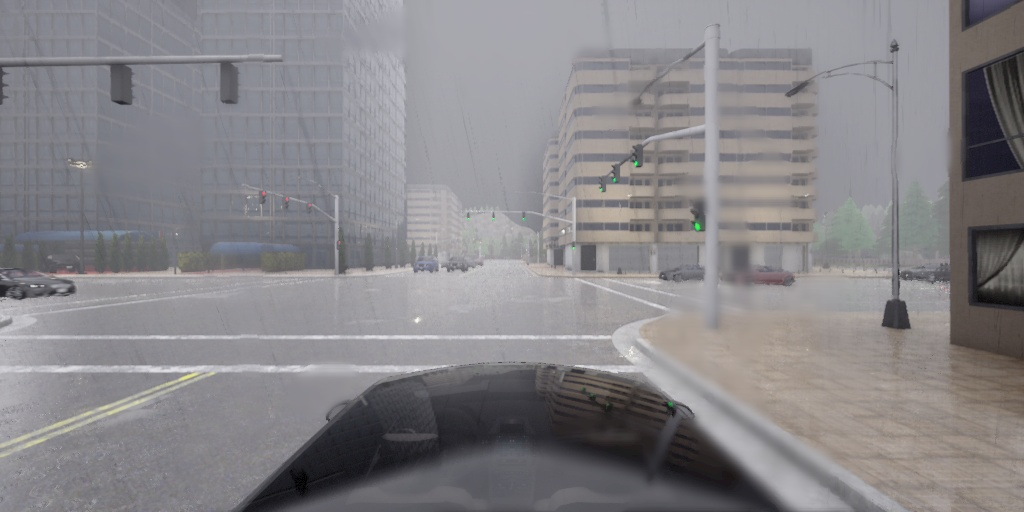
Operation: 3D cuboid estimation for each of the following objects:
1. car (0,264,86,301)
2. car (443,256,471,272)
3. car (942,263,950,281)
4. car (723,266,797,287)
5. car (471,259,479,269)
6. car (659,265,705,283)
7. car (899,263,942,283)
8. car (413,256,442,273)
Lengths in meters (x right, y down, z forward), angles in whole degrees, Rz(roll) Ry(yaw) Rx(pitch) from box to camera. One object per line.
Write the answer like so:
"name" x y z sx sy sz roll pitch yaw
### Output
"car" -23.662 1.323 16.887 4.902 1.511 2.128 1 0 -1
"car" -7.072 1.051 46.942 2.150 2.045 5.566 0 0 0
"car" 33.310 1.282 24.490 4.902 1.511 2.128 0 0 0
"car" 16.760 1.353 24.380 4.181 1.385 1.994 0 0 -1
"car" -7.056 1.411 58.397 1.994 1.385 4.181 0 0 0
"car" 13.694 1.359 27.851 4.181 1.385 1.994 0 0 0
"car" 33.204 1.302 27.990 4.892 1.490 1.837 0 0 0
"car" -10.570 1.040 44.466 2.150 2.045 5.566 0 1 0
